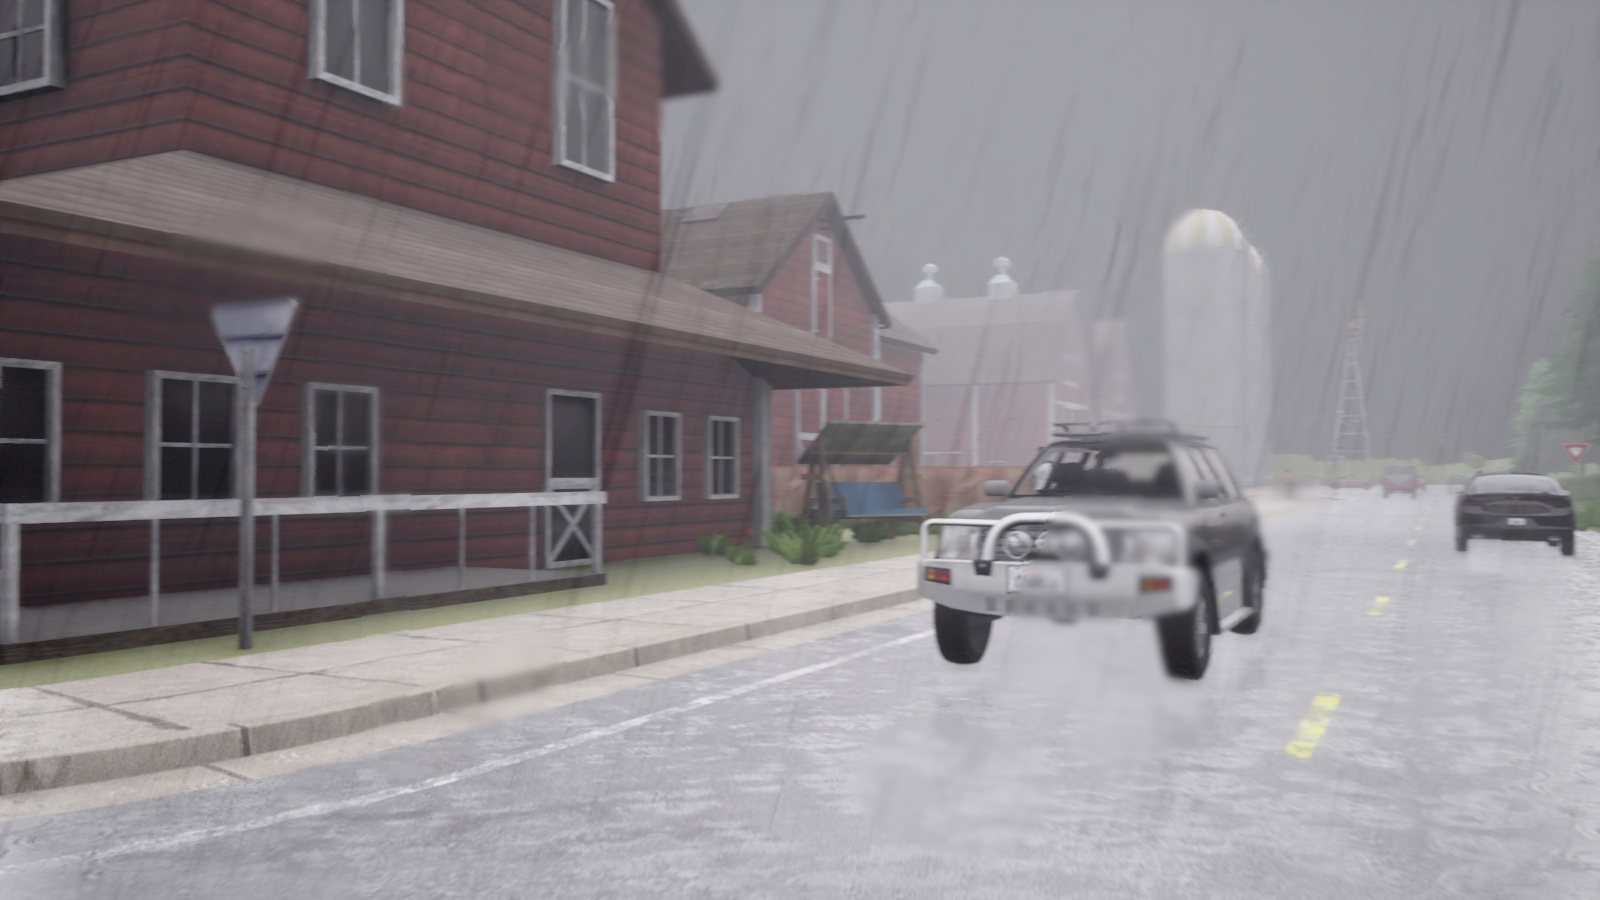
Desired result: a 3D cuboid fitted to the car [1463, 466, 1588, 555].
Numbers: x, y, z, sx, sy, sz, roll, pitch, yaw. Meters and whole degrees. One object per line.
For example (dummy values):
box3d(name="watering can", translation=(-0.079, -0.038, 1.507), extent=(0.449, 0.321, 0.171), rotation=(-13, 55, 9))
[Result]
box3d(name="car", translation=(13.925, 1.099, 24.326), extent=(1.882, 1.535, 5.008), rotation=(-1, -1, 28))

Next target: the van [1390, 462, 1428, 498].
box3d(name="van", translation=(34.882, 1.707, 71.876), extent=(1.775, 1.987, 4.442), rotation=(-1, -1, 28))

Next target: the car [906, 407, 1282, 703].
box3d(name="car", translation=(2.666, 0.704, 10.379), extent=(1.932, 1.855, 4.605), rotation=(-1, -1, 28))
